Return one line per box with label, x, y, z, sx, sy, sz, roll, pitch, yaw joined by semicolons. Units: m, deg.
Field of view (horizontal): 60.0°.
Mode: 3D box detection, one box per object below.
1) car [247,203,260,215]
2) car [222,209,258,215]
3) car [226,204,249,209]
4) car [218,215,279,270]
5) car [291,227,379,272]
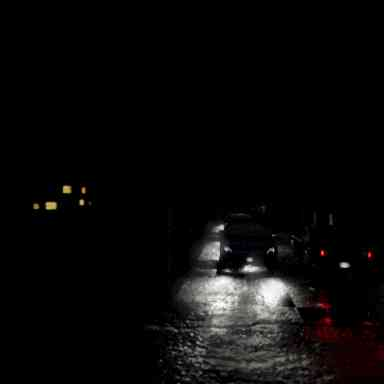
car;7.798;2.375;44.481;2.097;1.767;4.553;1;-1;4
car;3.106;2.095;22.410;1.895;1.301;4.718;1;-1;6
car;4.046;2.216;32.769;2.128;1.511;4.902;1;-1;5
car;1.986;1.791;12.208;1.812;1.442;4.674;1;-1;7
car;4.795;1.896;11.952;1.895;1.301;4.718;1;-1;8
